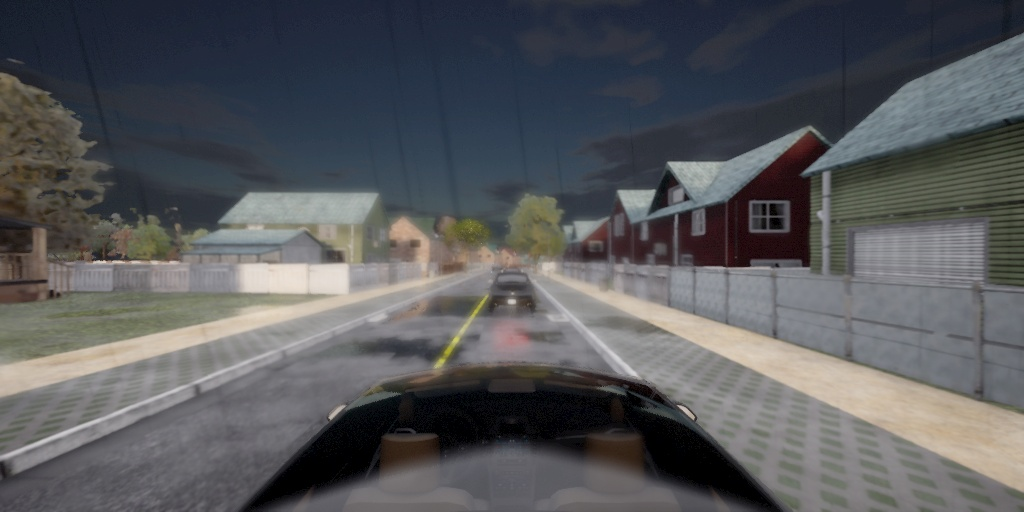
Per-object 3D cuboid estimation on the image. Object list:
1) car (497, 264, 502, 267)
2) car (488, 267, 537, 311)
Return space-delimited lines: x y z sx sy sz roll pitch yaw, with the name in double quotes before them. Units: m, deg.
"car" 0.014 1.659 30.304 1.994 1.385 4.181 0 -1 1
"car" 0.017 1.408 15.343 1.837 1.490 4.892 0 0 0
